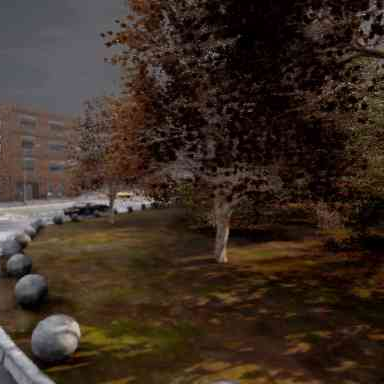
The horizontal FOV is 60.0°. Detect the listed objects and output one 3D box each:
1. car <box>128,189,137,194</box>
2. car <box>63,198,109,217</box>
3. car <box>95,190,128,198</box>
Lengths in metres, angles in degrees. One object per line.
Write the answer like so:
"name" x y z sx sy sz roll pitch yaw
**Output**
"car" -11.029 0.079 60.806 1.946 1.575 5.366 -1 3 31
"car" -9.531 1.544 30.756 1.895 1.301 4.718 0 2 21
"car" -13.894 0.408 56.095 1.946 1.575 5.366 -1 3 31
